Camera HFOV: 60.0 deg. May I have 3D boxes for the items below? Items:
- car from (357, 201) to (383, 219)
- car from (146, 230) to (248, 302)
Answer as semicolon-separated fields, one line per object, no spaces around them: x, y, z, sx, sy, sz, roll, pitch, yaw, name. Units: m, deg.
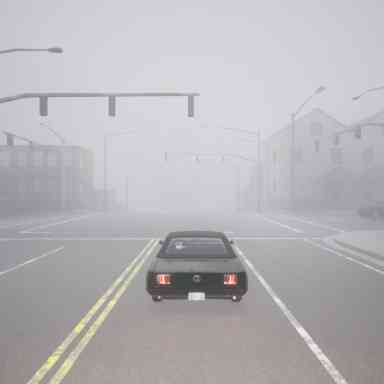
16.674;1.477;28.200;5.008;1.535;1.882;0;0;-1;car
0.106;1.601;8.234;1.895;1.301;4.718;0;0;0;car
